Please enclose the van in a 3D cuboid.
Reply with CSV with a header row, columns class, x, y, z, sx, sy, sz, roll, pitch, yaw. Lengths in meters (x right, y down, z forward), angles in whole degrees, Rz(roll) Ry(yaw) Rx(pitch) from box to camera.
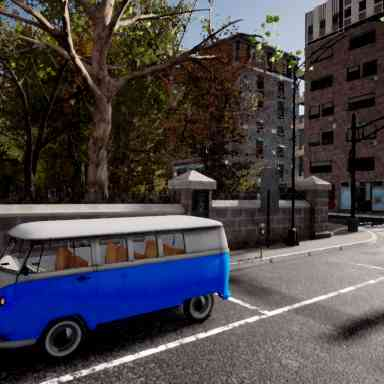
class,x,y,z,sx,sy,sz,roll,pitch,yaw
van,-1.202,1.342,5.644,3.998,1.788,1.690,0,1,-36
